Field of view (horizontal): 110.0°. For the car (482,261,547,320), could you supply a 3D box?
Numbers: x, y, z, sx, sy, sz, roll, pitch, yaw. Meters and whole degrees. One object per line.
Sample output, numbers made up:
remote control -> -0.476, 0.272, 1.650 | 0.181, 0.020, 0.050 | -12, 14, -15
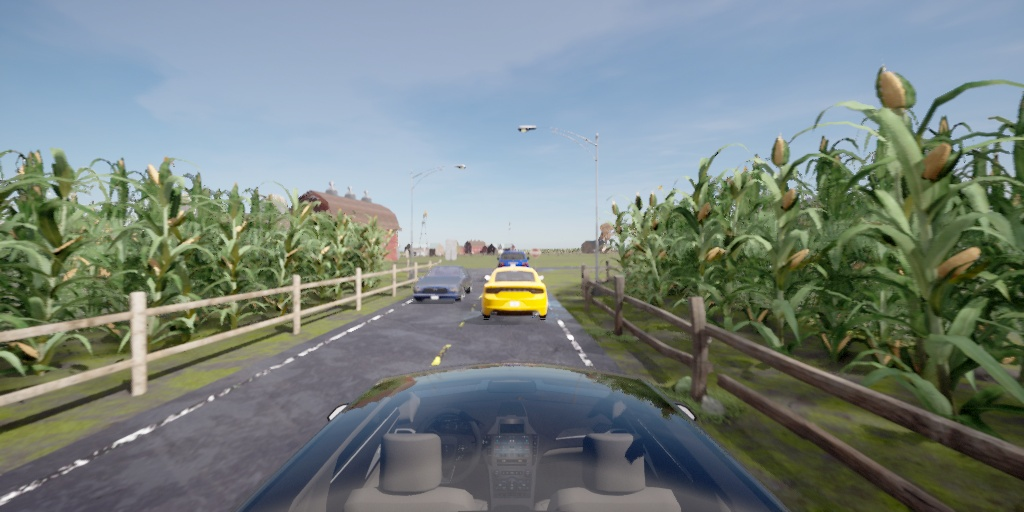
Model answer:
car -> 0.085, 1.098, 12.117 | 1.882, 1.535, 5.008 | 0, 1, 0

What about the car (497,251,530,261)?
car -> 0.090, 0.672, 25.730 | 2.150, 2.045, 5.566 | 0, 1, 1

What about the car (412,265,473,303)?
car -> -2.843, 1.115, 15.879 | 2.033, 1.411, 5.357 | 0, 1, 0
